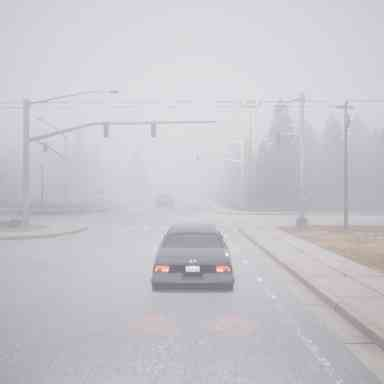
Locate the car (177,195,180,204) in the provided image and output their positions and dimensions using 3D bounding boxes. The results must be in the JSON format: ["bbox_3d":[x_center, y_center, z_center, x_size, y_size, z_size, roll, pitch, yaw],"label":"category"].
[{"bbox_3d":[-3.652,1.343,58.196,2.097,1.767,4.553,0,0,0],"label":"car"}]

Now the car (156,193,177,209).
[{"bbox_3d":[-3.677,1.216,45.655,2.150,2.045,5.566,0,0,0],"label":"car"}]

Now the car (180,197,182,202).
[{"bbox_3d":[-3.328,1.496,74.051,1.812,1.442,4.674,0,0,2],"label":"car"}]

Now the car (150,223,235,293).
[{"bbox_3d":[0.034,1.543,9.000,2.033,1.411,5.357,0,0,1],"label":"car"}]
